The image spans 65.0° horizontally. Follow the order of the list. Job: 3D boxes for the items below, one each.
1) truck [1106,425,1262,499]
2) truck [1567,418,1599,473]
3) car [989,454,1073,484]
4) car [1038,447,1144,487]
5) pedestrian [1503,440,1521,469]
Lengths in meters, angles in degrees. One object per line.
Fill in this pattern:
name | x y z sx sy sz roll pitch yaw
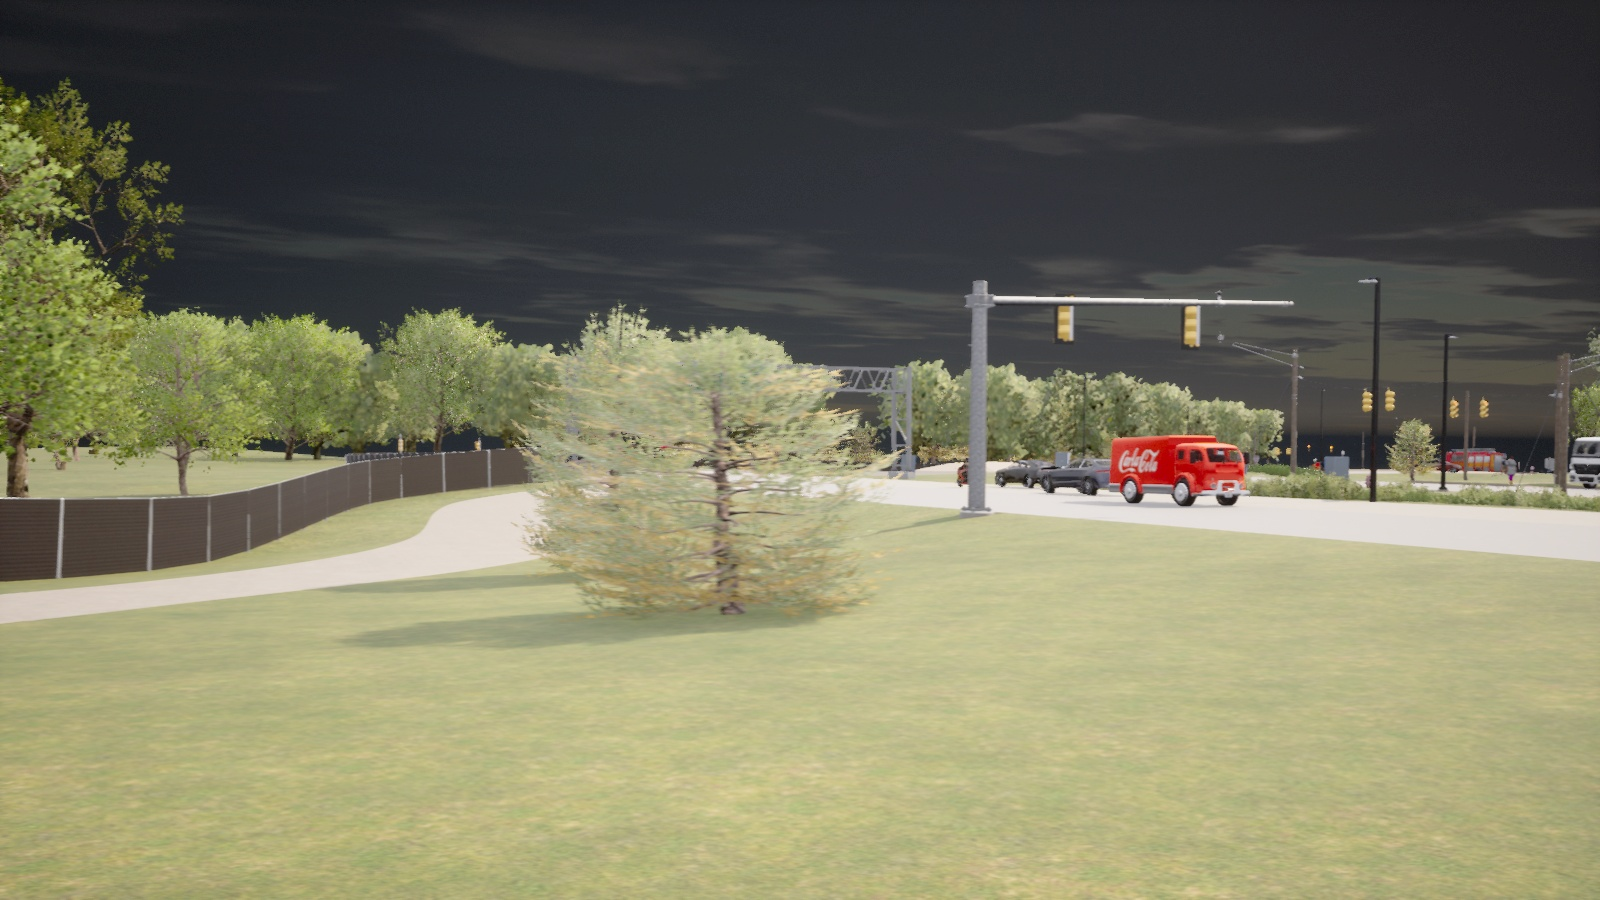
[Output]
truck | 13.619 0.444 44.920 2.627 2.467 5.204 -1 -1 -22
truck | 54.219 -0.282 81.497 7.936 3.462 2.891 0 1 -16
car | 12.312 0.985 67.356 2.128 1.511 4.902 -1 0 -22
car | 12.944 0.754 56.195 2.152 1.651 5.027 -1 0 -22
pedestrian | 47.589 0.307 83.968 0.659 1.952 0.873 0 1 -1
